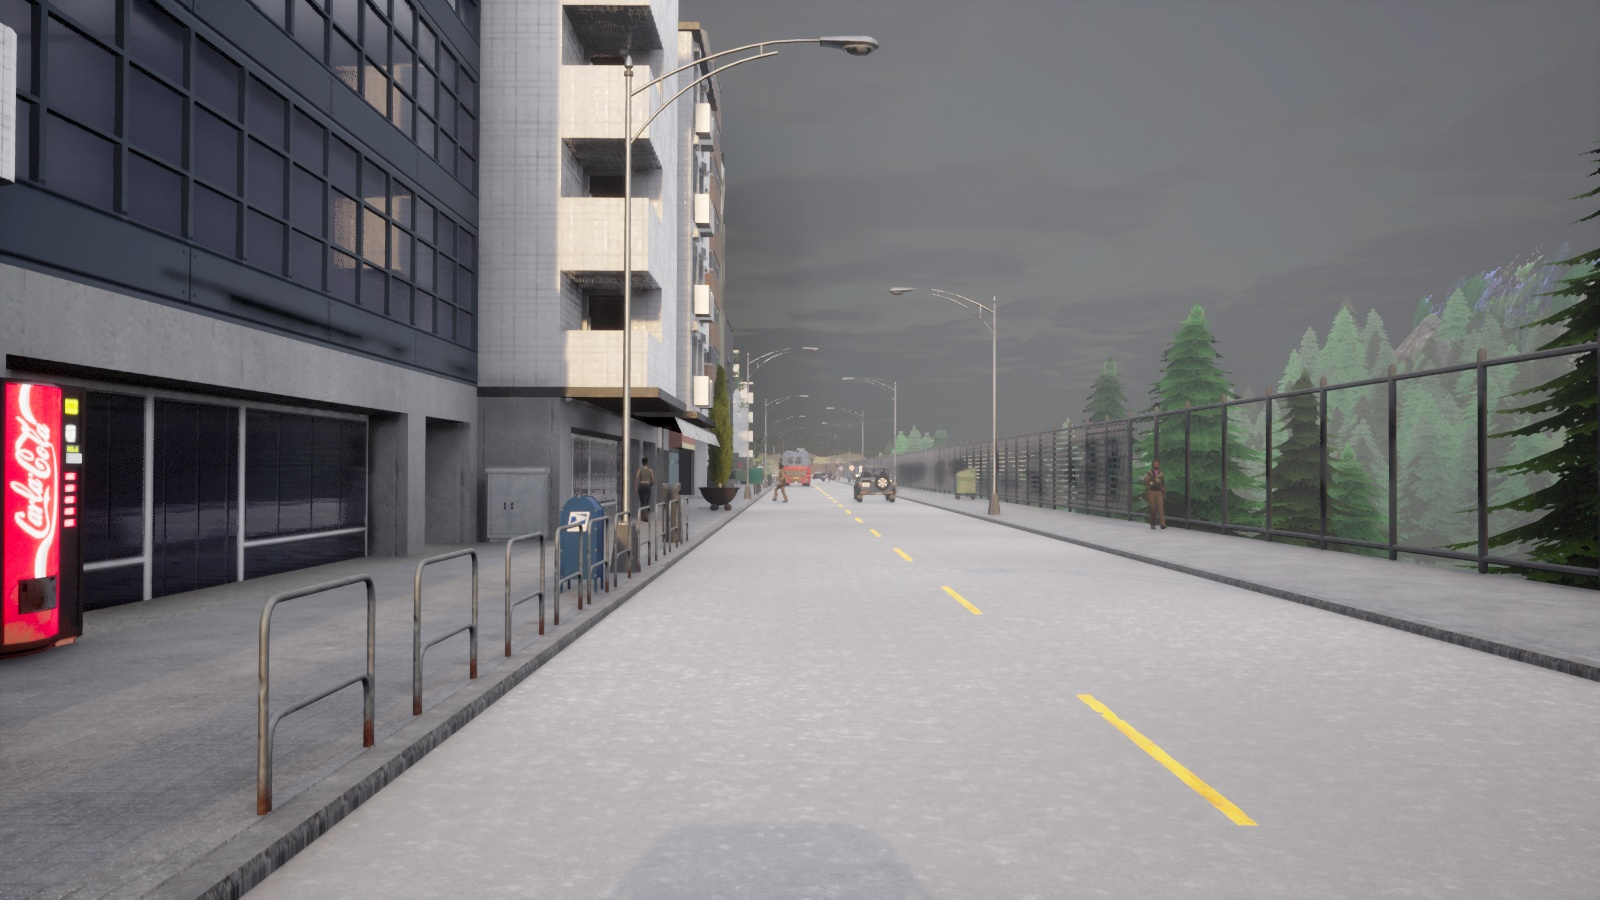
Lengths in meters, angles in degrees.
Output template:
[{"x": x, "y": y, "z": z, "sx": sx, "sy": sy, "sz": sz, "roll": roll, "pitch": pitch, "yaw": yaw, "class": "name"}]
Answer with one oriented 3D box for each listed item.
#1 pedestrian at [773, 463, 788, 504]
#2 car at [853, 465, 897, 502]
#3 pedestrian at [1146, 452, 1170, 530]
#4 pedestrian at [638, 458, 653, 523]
[{"x": -0.923, "y": 1.560, "z": 58.823, "sx": 0.692, "sy": 1.930, "sz": 0.396, "roll": 0, "pitch": -1, "yaw": 0, "class": "pedestrian"}, {"x": 3.809, "y": 1.698, "z": 64.567, "sx": 1.932, "sy": 1.855, "sz": 4.605, "roll": 0, "pitch": -1, "yaw": 0, "class": "car"}, {"x": 8.968, "y": 1.016, "z": 31.462, "sx": 0.395, "sy": 1.930, "sz": 0.692, "roll": 0, "pitch": -1, "yaw": 1, "class": "pedestrian"}, {"x": -4.398, "y": 1.140, "z": 35.690, "sx": 0.345, "sy": 1.836, "sz": 0.594, "roll": 0, "pitch": -1, "yaw": 0, "class": "pedestrian"}]
